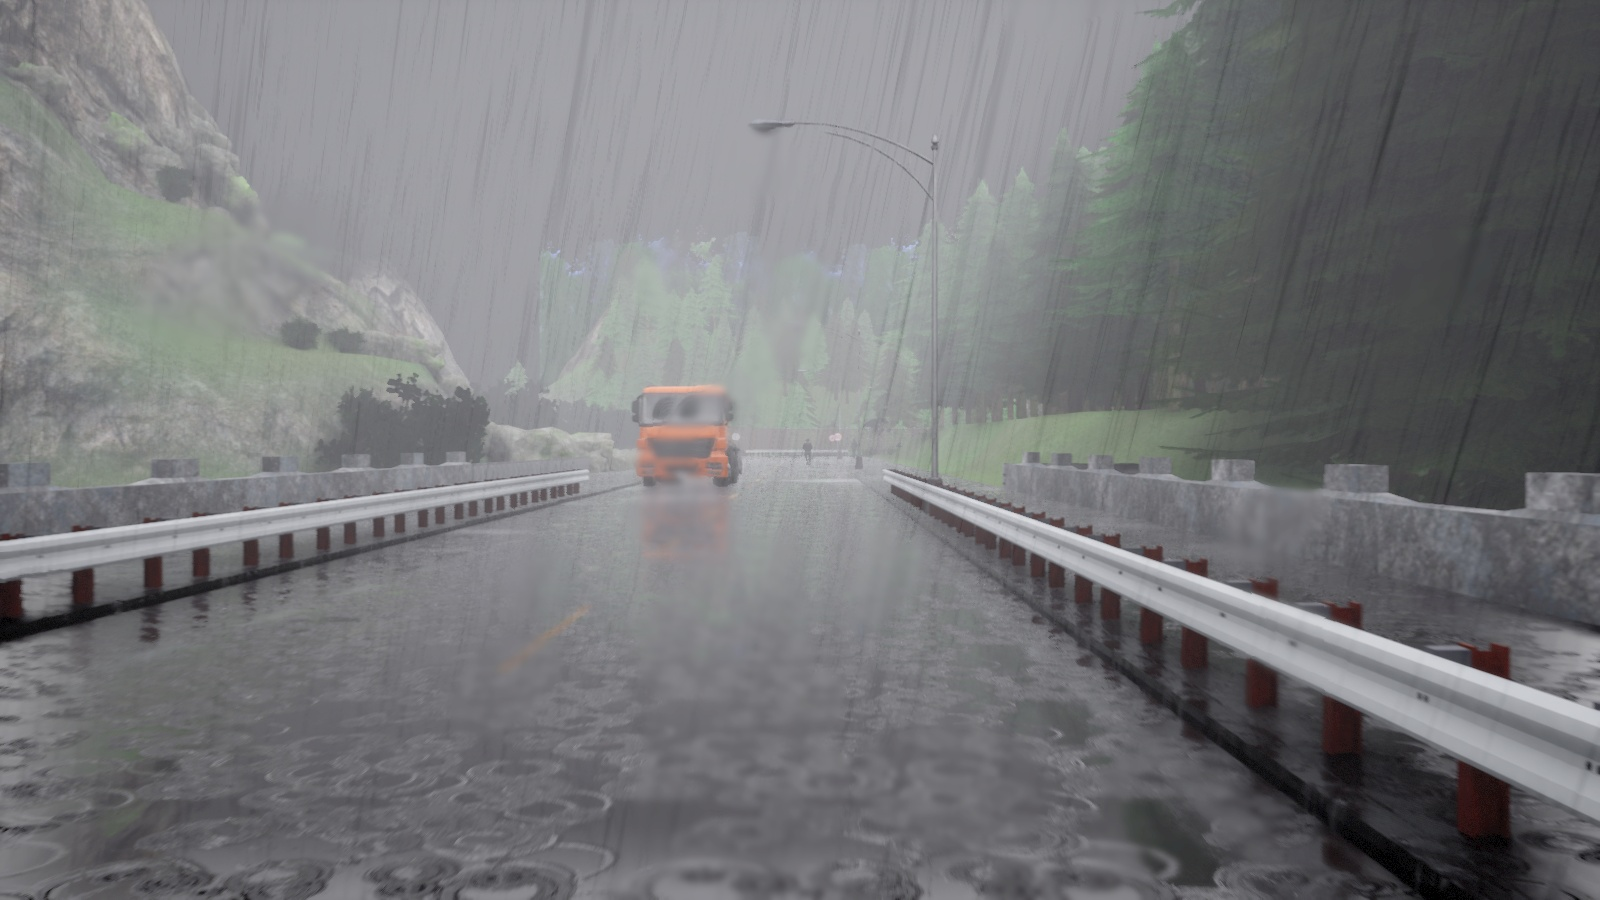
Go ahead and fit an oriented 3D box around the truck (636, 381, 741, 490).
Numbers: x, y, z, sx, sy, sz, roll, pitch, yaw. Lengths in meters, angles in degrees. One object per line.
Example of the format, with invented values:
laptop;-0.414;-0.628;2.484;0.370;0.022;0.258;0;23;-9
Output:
truck;-3.725;-0.485;43.742;2.891;3.462;7.936;0;0;0
